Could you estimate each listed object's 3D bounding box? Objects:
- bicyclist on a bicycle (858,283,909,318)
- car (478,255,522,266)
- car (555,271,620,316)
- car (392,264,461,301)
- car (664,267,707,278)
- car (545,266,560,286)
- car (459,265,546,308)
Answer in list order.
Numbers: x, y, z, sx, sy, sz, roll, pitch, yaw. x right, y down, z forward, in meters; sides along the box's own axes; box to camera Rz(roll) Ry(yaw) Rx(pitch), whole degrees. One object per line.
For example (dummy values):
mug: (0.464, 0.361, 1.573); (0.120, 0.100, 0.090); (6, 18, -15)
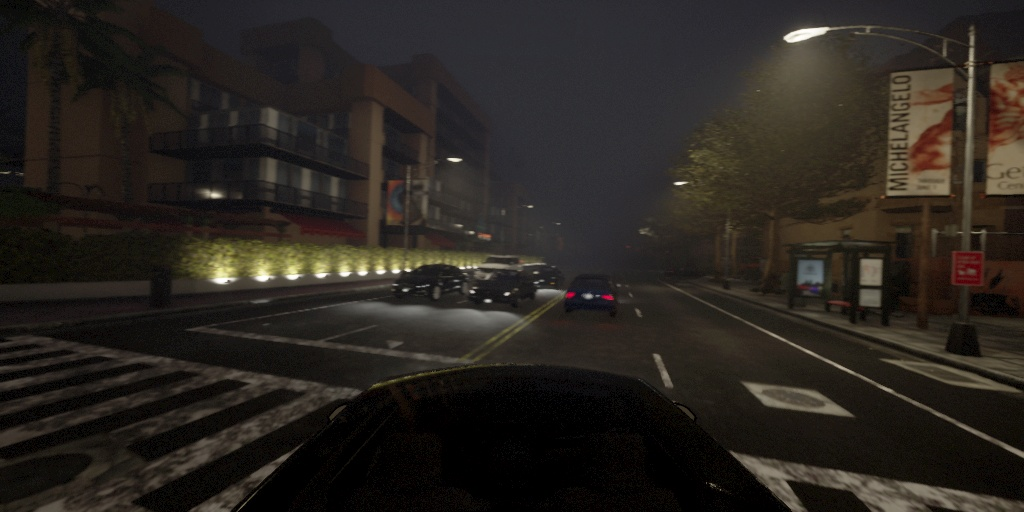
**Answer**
bicyclist on a bicycle: (14.414, 1.560, 13.962); (1.656, 1.620, 0.582); (2, 0, 16)
car: (-0.802, 0.939, 25.993); (2.150, 2.045, 5.566); (2, 0, 16)
car: (3.234, 1.410, 14.221); (2.033, 1.411, 5.357); (2, 0, 16)
car: (-3.553, 1.126, 16.536); (1.837, 1.490, 4.892); (2, 0, 16)
car: (22.071, 2.074, 45.751); (5.357, 1.411, 2.033); (2, 0, -16)
car: (2.415, 1.396, 24.579); (1.994, 1.385, 4.181); (2, 0, 16)
car: (-0.143, 1.290, 15.747); (2.033, 1.411, 5.357); (2, 0, 16)
